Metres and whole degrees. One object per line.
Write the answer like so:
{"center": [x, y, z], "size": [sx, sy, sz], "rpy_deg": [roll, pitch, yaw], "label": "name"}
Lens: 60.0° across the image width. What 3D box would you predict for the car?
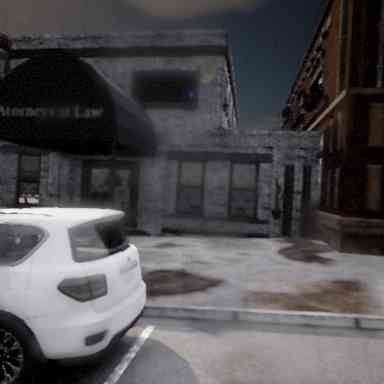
{"center": [-3.499, 1.278, 4.977], "size": [5.566, 2.045, 2.435], "rpy_deg": [0, 0, 9], "label": "car"}
